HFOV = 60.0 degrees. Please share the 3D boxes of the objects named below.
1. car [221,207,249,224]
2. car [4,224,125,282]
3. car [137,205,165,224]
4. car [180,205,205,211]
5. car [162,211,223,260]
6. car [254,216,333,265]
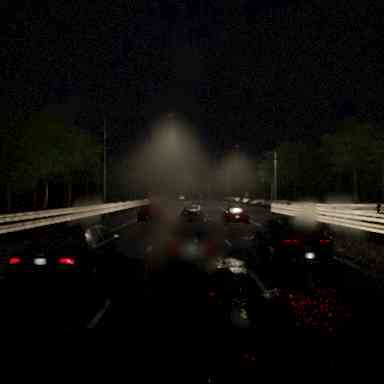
[{"bbox_3d":[3.541,1.899,27.740,1.994,1.385,4.181,0,0,0],"label":"car"},{"bbox_3d":[-3.478,1.677,10.164,2.033,1.411,5.357,0,-1,0],"label":"car"},{"bbox_3d":[-3.455,1.819,28.536,1.882,1.535,5.008,0,0,0],"label":"car"},{"bbox_3d":[0.035,1.822,27.328,2.128,1.511,4.902,0,-1,1],"label":"car"},{"bbox_3d":[0.045,1.689,12.996,1.812,1.442,4.674,0,0,1],"label":"car"},{"bbox_3d":[3.539,1.662,12.335,1.837,1.490,4.892,0,0,0],"label":"car"}]
